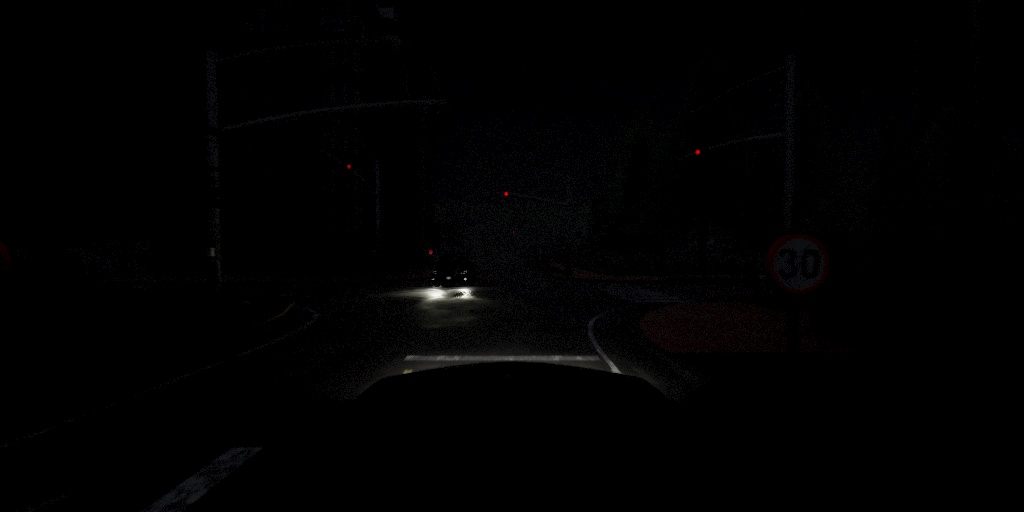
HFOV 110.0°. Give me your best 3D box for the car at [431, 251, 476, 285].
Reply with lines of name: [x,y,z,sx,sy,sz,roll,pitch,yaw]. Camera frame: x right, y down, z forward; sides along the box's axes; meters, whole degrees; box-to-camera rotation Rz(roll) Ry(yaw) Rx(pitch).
car: [-3.501,0.765,22.528,2.150,2.045,5.566,0,2,0]
